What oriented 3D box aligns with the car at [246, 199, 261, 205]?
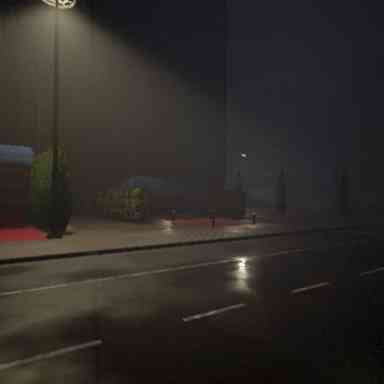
[{"bbox_3d":[11.490,2.052,66.860,1.895,1.301,4.718,1,0,-35],"label":"car"}]
